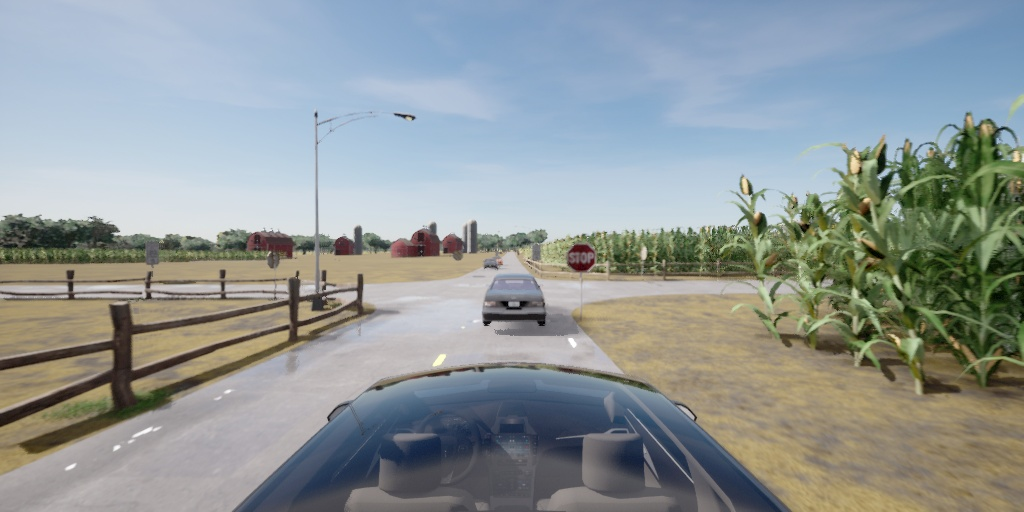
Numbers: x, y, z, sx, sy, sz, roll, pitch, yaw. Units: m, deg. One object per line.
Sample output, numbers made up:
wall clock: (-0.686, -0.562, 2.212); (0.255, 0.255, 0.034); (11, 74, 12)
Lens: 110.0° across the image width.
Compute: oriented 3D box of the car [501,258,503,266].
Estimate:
car: (-2.732, 0.803, 63.213); (2.097, 1.767, 4.553); (0, 0, 1)

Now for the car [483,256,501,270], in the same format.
car: (-2.787, 1.043, 47.798); (1.837, 1.490, 4.892); (0, 0, 0)

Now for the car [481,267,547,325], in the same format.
car: (0.072, 1.259, 11.619); (2.033, 1.411, 5.357); (0, 0, 1)
